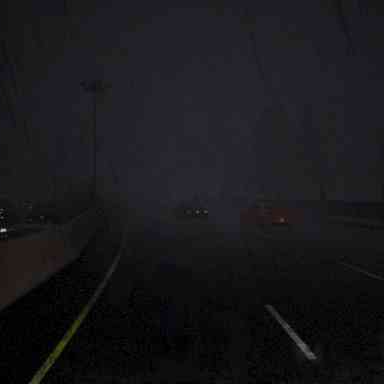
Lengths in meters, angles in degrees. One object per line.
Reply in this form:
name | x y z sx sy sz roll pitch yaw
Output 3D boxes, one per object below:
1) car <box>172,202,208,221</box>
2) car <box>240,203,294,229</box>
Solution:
car | -0.238 1.492 26.727 2.033 1.411 5.357 0 0 -15
car | 4.615 1.421 21.289 1.882 1.535 5.008 0 0 -12
